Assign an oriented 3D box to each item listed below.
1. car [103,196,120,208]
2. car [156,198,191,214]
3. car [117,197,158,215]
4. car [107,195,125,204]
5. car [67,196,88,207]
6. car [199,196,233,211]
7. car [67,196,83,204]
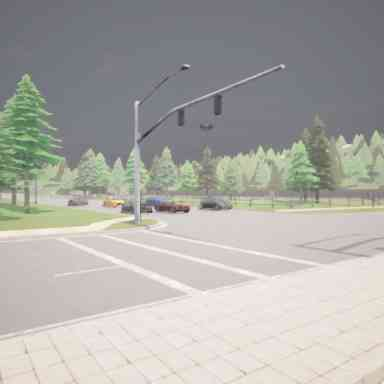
[{"bbox_3d":[-11.384,1.476,48.290,1.882,1.535,5.008,0,0,-35],"label":"car"},{"bbox_3d":[-2.102,1.599,35.056,1.895,1.301,4.718,0,0,-35],"label":"car"},{"bbox_3d":[-5.629,1.562,33.988,1.994,1.385,4.181,0,0,-35],"label":"car"},{"bbox_3d":[-15.140,1.476,65.974,1.882,1.535,5.008,0,0,-35],"label":"car"},{"bbox_3d":[-17.489,1.351,50.904,2.097,1.767,4.553,0,0,-35],"label":"car"},{"bbox_3d":[2.859,1.350,40.169,2.097,1.767,4.553,0,0,-35],"label":"car"},{"bbox_3d":[-22.843,1.526,64.774,1.812,1.442,4.674,0,0,-35],"label":"car"}]
